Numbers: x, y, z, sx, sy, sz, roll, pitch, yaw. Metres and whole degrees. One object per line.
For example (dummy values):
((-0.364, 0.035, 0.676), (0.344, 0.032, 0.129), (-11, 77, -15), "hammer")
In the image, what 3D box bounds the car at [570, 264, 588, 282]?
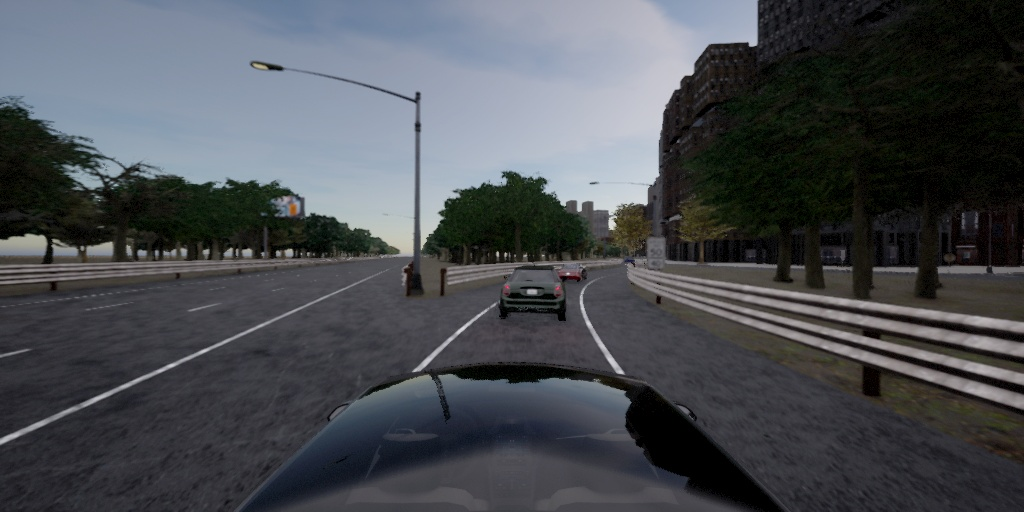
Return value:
((5.006, 1.331, 29.460), (1.994, 1.385, 4.181), (0, 0, 20), "car")

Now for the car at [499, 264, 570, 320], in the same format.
((0.909, 1.106, 12.932), (2.097, 1.767, 4.553), (1, 0, 8), "car")
